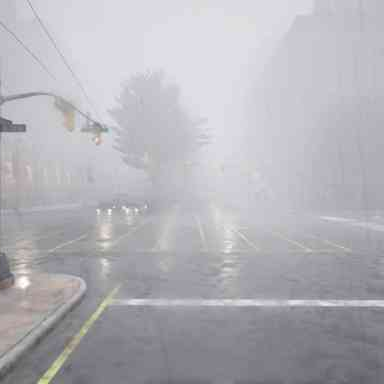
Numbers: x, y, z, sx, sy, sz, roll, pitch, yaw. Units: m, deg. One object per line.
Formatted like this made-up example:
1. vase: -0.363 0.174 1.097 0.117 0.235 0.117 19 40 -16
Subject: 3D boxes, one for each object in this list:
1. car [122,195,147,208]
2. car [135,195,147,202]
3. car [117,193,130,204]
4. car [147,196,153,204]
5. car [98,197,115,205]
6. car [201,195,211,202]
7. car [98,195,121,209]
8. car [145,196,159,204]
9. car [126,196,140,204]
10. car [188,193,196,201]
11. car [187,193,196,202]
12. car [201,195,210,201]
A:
1. car: -8.124 1.546 47.520 2.033 1.411 5.357 0 0 0
2. car: -11.558 1.523 75.649 2.128 1.511 4.902 0 0 0
3. car: -11.580 1.220 55.531 2.150 2.045 5.566 0 0 1
4. car: -8.073 1.562 56.757 1.994 1.385 4.181 0 0 1
5. car: -14.793 1.593 57.823 1.895 1.301 4.718 0 0 0
6. car: 3.440 1.593 78.001 1.895 1.301 4.718 0 0 0
7. car: -11.623 1.524 46.119 1.812 1.442 4.674 0 0 0
8. car: -8.051 1.545 67.378 2.033 1.411 5.357 0 0 0
9. car: -11.550 1.562 65.415 1.994 1.385 4.181 0 0 0
10. car: -0.066 1.222 87.062 2.150 2.045 5.566 0 0 0
11. car: -0.059 1.537 76.821 2.033 1.411 5.357 0 0 0
12. car: 3.434 1.522 87.034 2.128 1.511 4.902 0 0 0
